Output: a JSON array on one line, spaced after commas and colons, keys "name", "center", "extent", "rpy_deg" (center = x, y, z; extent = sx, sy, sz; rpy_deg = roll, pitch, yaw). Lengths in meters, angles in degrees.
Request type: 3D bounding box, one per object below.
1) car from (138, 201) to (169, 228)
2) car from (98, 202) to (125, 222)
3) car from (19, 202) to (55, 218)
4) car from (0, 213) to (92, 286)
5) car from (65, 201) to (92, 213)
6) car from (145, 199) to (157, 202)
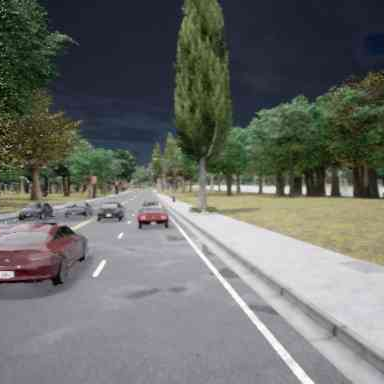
[{"name": "car", "center": [-2.561, 1.552, 21.885], "extent": [1.895, 1.301, 4.718], "rpy_deg": [-1, 0, -7]}, {"name": "car", "center": [-6.465, 1.539, 26.882], "extent": [1.812, 1.442, 4.674], "rpy_deg": [-1, 0, -7]}, {"name": "car", "center": [-13.532, 1.665, 29.219], "extent": [1.837, 1.490, 4.892], "rpy_deg": [-1, 0, -7]}, {"name": "car", "center": [-4.203, 1.573, 9.304], "extent": [1.812, 1.442, 4.674], "rpy_deg": [-1, 0, -7]}, {"name": "car", "center": [-10.487, 1.608, 31.007], "extent": [1.812, 1.442, 4.674], "rpy_deg": [-1, 0, -7]}, {"name": "car", "center": [-5.221, 1.501, 42.479], "extent": [1.895, 1.301, 4.718], "rpy_deg": [-1, 0, -7]}]
